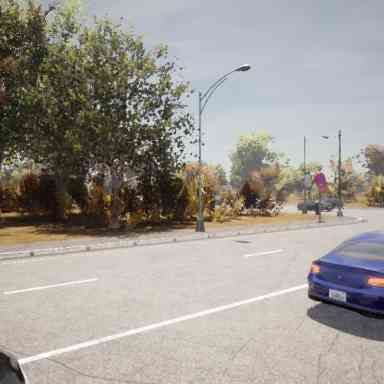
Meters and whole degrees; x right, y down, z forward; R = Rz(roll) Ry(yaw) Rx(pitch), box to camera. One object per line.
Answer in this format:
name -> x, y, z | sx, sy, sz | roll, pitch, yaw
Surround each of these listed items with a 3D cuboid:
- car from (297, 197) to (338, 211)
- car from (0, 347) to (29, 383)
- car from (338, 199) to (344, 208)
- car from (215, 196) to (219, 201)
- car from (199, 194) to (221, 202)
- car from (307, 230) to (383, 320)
car -> 14.574, 1.564, 39.447 | 1.994, 1.385, 4.181 | 0, 0, -32
car -> -3.339, 1.492, 1.362 | 4.902, 1.511, 2.128 | 0, 0, -36
car -> 18.611, 1.491, 46.429 | 2.128, 1.511, 4.902 | 0, 0, -32
car -> 3.934, 1.459, 56.262 | 1.812, 1.442, 4.674 | 0, 1, -32
car -> 3.779, 1.257, 69.842 | 1.882, 1.535, 5.008 | 0, 1, -33
car -> 4.257, 1.526, 6.794 | 4.674, 1.442, 1.812 | 0, 0, -36
